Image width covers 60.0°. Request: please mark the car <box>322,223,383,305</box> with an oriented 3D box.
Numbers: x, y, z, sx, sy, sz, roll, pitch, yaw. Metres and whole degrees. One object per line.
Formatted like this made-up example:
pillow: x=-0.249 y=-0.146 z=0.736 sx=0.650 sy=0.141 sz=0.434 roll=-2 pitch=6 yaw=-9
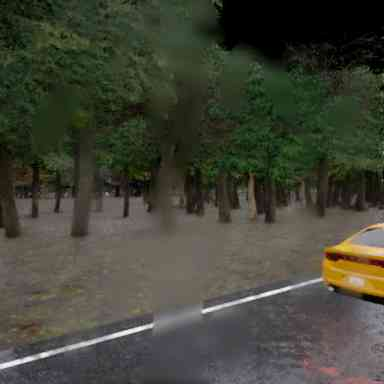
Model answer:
car: x=4.959 y=1.399 z=7.312 sx=5.008 sy=1.535 sz=1.882 roll=-1 pitch=1 yaw=-35
